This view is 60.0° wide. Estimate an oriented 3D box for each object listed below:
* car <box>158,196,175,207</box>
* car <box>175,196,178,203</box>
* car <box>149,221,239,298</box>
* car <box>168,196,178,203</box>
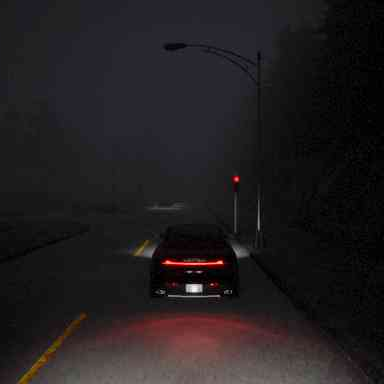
[{"bbox_3d":[-4.090,1.477,51.207,1.882,1.535,5.008,0,0,0],"label":"car"},{"bbox_3d":[-4.066,1.477,60.553,1.882,1.535,5.008,0,0,0],"label":"car"},{"bbox_3d":[0.059,1.505,8.481,1.837,1.490,4.892,0,0,0],"label":"car"},{"bbox_3d":[-3.994,1.522,70.755,1.812,1.442,4.674,0,0,0],"label":"car"}]
